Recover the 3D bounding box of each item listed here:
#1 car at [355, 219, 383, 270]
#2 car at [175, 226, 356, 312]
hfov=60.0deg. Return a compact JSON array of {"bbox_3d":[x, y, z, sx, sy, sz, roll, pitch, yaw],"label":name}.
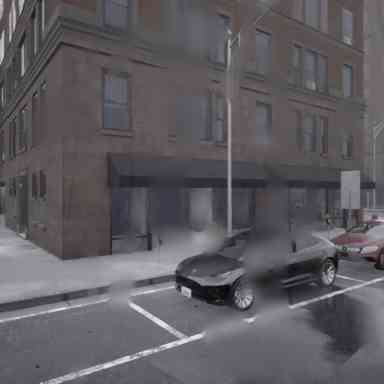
[{"bbox_3d":[6.139,1.582,10.915,4.206,1.307,1.802,0,0,-36],"label":"car"},{"bbox_3d":[1.661,1.566,7.720,4.313,1.339,1.947,0,0,-36],"label":"car"}]
